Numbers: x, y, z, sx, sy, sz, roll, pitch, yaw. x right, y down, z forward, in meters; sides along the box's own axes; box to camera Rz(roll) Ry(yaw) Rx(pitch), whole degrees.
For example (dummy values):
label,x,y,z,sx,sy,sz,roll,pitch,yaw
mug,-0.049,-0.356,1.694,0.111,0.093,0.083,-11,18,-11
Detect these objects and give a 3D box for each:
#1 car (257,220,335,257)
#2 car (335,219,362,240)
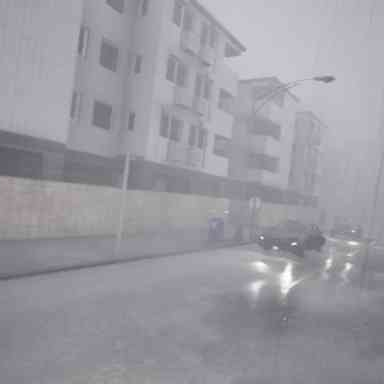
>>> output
label,x,y,z,sx,sy,sz,roll,pitch,yaw
car,5.031,2.106,16.008,2.033,1.411,5.357,7,0,35
car,12.650,2.963,27.010,1.812,1.442,4.674,7,0,34
